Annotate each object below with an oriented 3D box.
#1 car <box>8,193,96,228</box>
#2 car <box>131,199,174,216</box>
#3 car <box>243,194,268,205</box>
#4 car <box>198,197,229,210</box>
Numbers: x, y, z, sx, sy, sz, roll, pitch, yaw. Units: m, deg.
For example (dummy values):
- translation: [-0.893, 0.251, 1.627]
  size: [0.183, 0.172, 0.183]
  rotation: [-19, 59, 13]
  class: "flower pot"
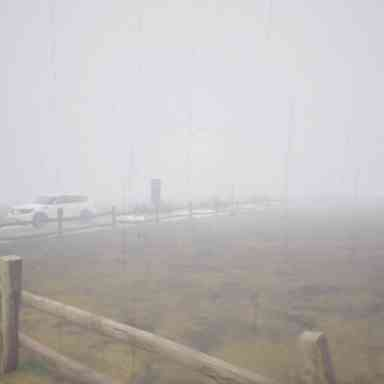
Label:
- translation: [-9.000, 1.119, 21.988]
  size: [2.150, 2.045, 5.566]
  rotation: [1, 1, 35]
  class: "car"
- translation: [-3.431, 1.350, 29.752]
  size: [1.994, 1.385, 4.181]
  rotation: [1, 1, 36]
  class: "car"
- translation: [9.022, 1.012, 46.916]
  size: [1.882, 1.535, 5.008]
  rotation: [1, 1, 36]
  class: "car"
- translation: [2.451, 1.232, 37.890]
  size: [1.994, 1.385, 4.181]
  rotation: [1, 1, 36]
  class: "car"
